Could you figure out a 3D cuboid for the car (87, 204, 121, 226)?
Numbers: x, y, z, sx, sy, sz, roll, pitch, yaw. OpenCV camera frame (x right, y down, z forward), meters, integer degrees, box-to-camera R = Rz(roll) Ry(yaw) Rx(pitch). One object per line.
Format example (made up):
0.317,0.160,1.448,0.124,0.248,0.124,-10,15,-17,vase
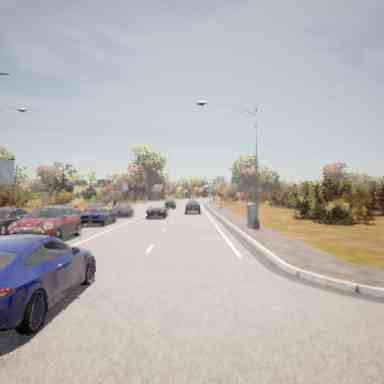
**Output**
-7.062,1.816,25.364,1.895,1.301,4.718,0,0,1,car

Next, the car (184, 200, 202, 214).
0.101,1.847,40.571,1.837,1.490,4.892,0,-1,0,car

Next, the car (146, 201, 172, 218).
-3.399,1.884,33.391,1.895,1.301,4.718,0,0,0,car

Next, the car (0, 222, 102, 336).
-3.399,1.583,6.667,1.812,1.442,4.674,0,0,0,car

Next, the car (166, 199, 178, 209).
-3.429,1.956,53.030,1.837,1.490,4.892,0,0,1,car

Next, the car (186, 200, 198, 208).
0.044,2.057,58.203,1.994,1.385,4.181,0,0,1,car

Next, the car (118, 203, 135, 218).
-7.025,1.849,33.595,1.994,1.385,4.181,0,0,0,car

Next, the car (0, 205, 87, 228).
-7.069,1.491,16.378,2.097,1.767,4.553,0,0,-1,car

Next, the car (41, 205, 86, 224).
-10.528,1.798,27.522,1.994,1.385,4.181,0,0,2,car
